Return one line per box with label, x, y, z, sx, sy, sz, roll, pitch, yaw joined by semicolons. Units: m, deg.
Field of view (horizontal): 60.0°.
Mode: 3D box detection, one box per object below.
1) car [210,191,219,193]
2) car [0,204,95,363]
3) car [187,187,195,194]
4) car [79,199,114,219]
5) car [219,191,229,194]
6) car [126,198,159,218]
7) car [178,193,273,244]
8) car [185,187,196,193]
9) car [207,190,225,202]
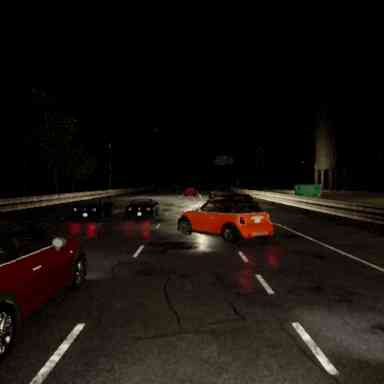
car;3.255;0.722;34.575;1.801;1.575;5.366;0;2;0
car;-3.454;1.261;5.800;2.097;1.767;4.553;0;1;-1
car;-0.249;-0.354;76.294;1.812;1.442;4.674;0;2;0
car;-7.095;1.145;24.260;1.895;1.301;4.718;0;2;0
car;3.307;0.923;23.385;2.097;1.767;4.553;0;2;0
car;-3.599;1.130;24.872;1.895;1.301;4.718;0;2;0
car;1.304;1.117;14.873;2.097;1.767;4.553;-1;1;-37
car;-0.255;0.144;58.188;1.812;1.442;4.674;0;2;1
car;3.229;0.518;45.355;2.033;1.411;5.357;0;2;0
